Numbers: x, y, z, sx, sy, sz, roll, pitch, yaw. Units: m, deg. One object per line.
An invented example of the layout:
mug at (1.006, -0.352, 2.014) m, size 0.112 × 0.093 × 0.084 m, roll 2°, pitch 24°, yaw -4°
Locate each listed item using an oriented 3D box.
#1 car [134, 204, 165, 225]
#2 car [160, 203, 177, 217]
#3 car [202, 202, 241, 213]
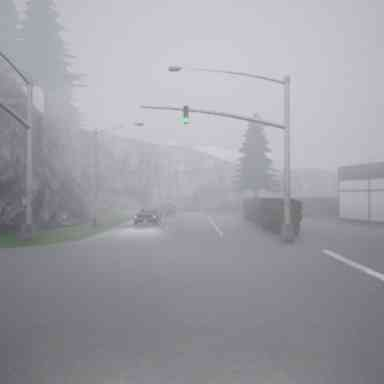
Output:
car at (-3.616, 1.971, 27.666) m, size 1.895 × 1.301 × 4.718 m, roll 0°, pitch -1°, yaw 0°
car at (-3.099, 1.999, 38.053) m, size 2.128 × 1.511 × 4.902 m, roll 0°, pitch -1°, yaw 12°
car at (4.157, 2.168, 46.561) m, size 5.357 × 1.411 × 2.033 m, roll 0°, pitch -1°, yaw -20°
